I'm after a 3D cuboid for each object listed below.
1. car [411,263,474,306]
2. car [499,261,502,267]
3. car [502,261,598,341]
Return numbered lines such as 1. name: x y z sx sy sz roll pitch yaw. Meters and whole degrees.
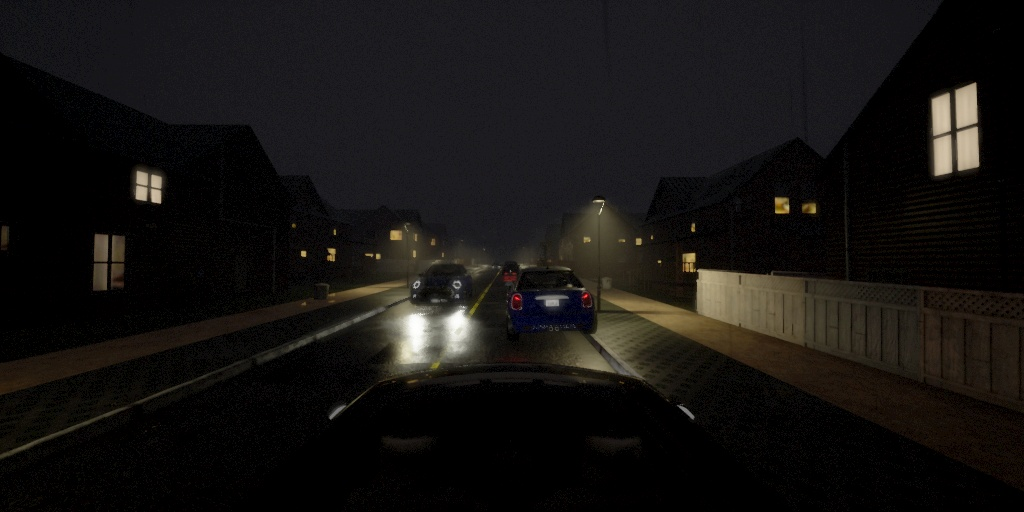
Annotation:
1. car: -2.930 1.114 15.821 2.097 1.767 4.553 0 0 0
2. car: -0.139 1.301 38.822 1.837 1.490 4.892 0 0 0
3. car: 0.883 1.076 10.093 2.097 1.767 4.553 -2 0 0
